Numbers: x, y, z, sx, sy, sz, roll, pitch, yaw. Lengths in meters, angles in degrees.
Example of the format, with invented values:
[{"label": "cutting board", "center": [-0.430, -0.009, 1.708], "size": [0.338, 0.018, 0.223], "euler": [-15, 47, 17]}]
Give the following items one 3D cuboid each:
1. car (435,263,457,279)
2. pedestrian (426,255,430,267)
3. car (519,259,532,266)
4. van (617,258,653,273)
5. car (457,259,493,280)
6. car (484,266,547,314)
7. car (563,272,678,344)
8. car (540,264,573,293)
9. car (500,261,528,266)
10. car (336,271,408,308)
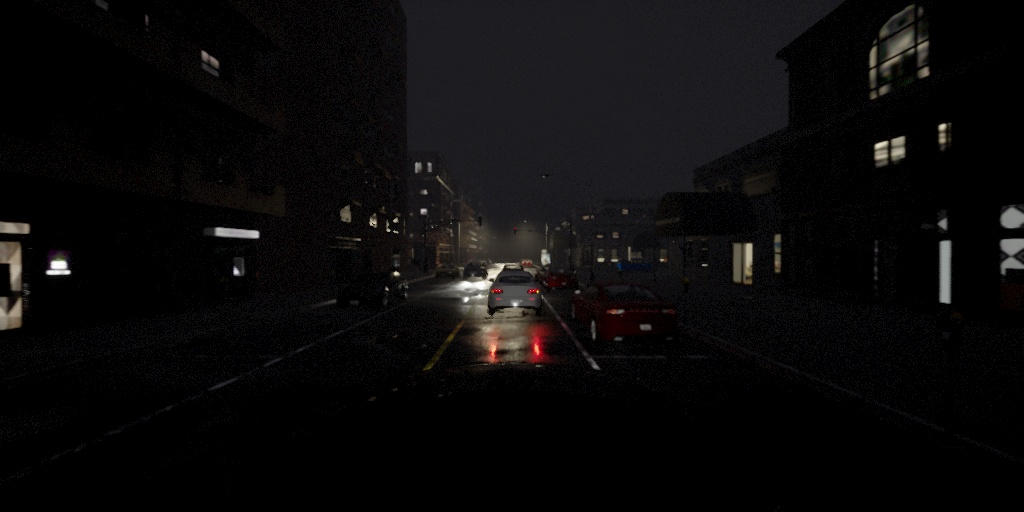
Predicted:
[{"label": "car", "center": [-5.689, 1.278, 32.059], "size": [1.751, 1.417, 4.829], "euler": [0, 0, 0]}, {"label": "pedestrian", "center": [-12.627, 0.833, 54.111], "size": [0.375, 1.860, 0.375], "euler": [0, 0, 0]}, {"label": "car", "center": [2.694, 1.217, 64.696], "size": [1.967, 1.591, 4.097], "euler": [0, 0, 0]}, {"label": "van", "center": [14.658, 1.165, 42.994], "size": [3.998, 1.789, 1.690], "euler": [0, 0, 0]}, {"label": "car", "center": [-3.051, 1.245, 30.677], "size": [2.128, 1.511, 4.902], "euler": [0, 0, 1]}, {"label": "car", "center": [0.101, 1.273, 13.552], "size": [1.812, 1.442, 4.674], "euler": [0, 0, 0]}, {"label": "car", "center": [2.690, 1.293, 9.437], "size": [1.888, 1.381, 4.507], "euler": [0, 0, 0]}, {"label": "car", "center": [2.691, 1.293, 20.831], "size": [1.888, 1.381, 4.507], "euler": [0, 0, 0]}, {"label": "car", "center": [0.103, 1.352, 29.512], "size": [1.895, 1.301, 4.718], "euler": [0, 0, 0]}, {"label": "car", "center": [-5.690, 1.313, 15.140], "size": [1.948, 1.339, 4.313], "euler": [0, 0, 0]}]
